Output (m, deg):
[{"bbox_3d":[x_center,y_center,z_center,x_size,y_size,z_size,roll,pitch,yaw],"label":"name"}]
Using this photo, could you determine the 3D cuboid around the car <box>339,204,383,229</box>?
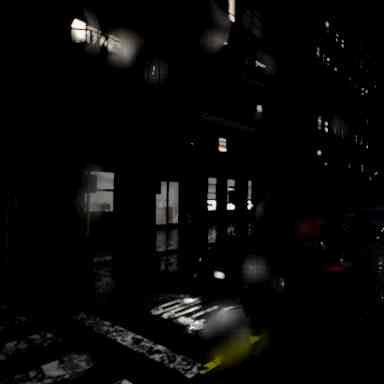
[{"bbox_3d":[12.318,1.650,23.898,1.752,1.417,4.829,1,1,42],"label":"car"}]

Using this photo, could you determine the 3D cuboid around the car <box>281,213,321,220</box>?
[{"bbox_3d":[4.994,1.656,15.808,1.802,1.307,4.206,1,1,42],"label":"car"}]

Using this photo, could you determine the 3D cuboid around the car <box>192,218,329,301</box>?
[{"bbox_3d":[1.912,1.602,8.577,1.994,1.385,4.181,0,0,42],"label":"car"}]

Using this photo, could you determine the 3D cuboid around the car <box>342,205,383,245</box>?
[{"bbox_3d":[8.998,1.565,16.390,1.882,1.535,5.008,0,0,42],"label":"car"}]
